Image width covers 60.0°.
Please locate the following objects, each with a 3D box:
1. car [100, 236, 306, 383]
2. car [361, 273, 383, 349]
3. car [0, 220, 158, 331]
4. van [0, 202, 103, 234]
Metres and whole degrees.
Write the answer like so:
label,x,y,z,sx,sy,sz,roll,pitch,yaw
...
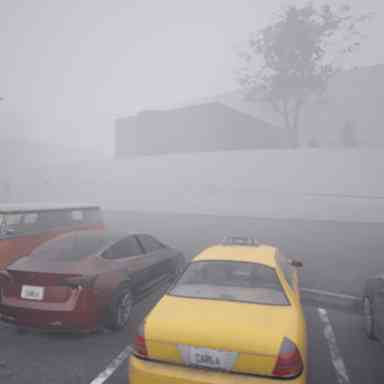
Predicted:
label,x,y,z,sx,sy,sz,roll,pitch,yaw
car,0.820,1.487,5.426,1.946,1.575,5.366,0,-1,15
car,3.196,1.493,3.510,2.231,1.521,4.892,0,-1,15
car,-1.652,1.515,7.007,2.163,1.488,4.792,0,-1,15
van,-4.111,1.256,8.599,1.878,1.987,4.442,1,-1,16
